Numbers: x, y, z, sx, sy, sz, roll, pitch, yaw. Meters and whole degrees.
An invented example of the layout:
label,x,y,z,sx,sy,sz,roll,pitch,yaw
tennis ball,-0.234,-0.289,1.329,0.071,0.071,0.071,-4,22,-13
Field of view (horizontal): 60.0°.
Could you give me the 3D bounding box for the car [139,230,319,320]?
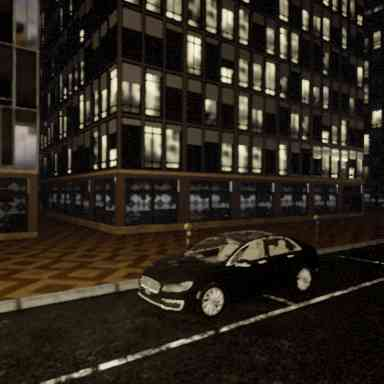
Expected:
label,x,y,z,sx,sy,sz,roll,pitch,yaw
car,0.989,1.560,7.260,4.403,1.369,2.008,0,0,-35
